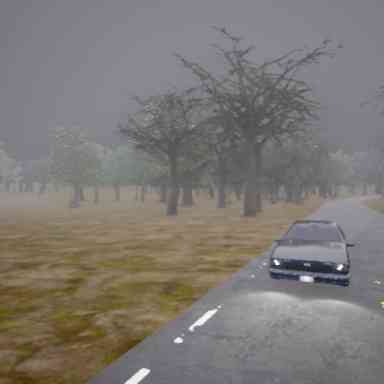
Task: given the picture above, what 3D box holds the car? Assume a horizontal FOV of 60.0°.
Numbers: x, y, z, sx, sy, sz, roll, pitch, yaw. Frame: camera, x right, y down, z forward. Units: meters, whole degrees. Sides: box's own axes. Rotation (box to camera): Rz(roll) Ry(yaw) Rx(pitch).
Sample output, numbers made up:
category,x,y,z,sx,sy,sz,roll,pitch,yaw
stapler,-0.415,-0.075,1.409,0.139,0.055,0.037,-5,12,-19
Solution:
category,x,y,z,sx,sy,sz,roll,pitch,yaw
car,3.652,1.561,9.865,2.033,1.411,5.357,0,0,24
